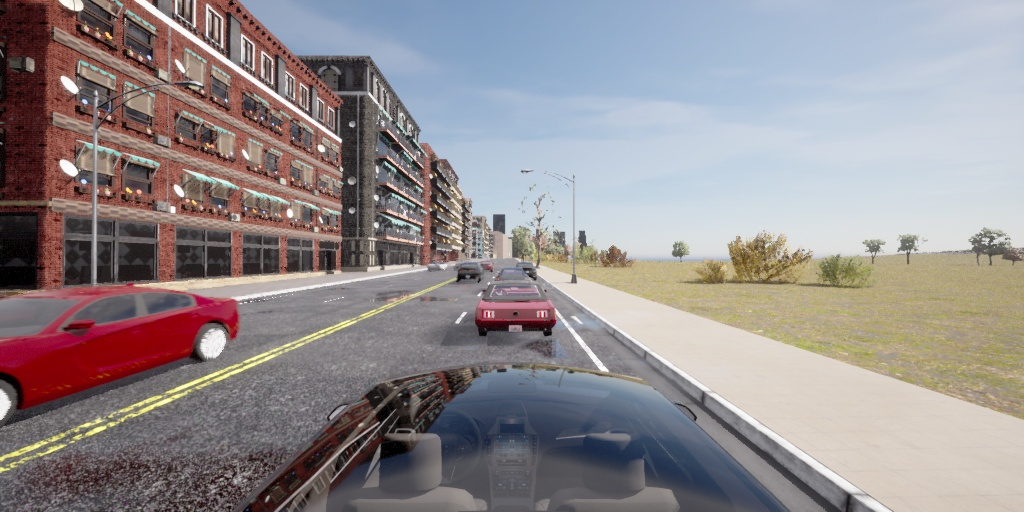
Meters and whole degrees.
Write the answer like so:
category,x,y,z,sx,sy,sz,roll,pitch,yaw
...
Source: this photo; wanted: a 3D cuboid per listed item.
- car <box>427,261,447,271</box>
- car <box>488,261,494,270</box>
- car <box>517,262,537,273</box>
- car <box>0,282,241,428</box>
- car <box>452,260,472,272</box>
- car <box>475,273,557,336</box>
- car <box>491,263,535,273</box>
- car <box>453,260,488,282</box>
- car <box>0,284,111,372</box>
category,x,y,z,sx,sy,sz,roll,pitch,yaw
car,-9.968,1.354,47.902,1.895,1.301,4.718,0,0,0
car,-3.262,1.279,44.863,1.812,1.442,4.674,0,0,0
car,1.064,1.259,30.359,1.837,1.490,4.892,0,0,0
car,-6.609,1.228,5.391,1.882,1.535,5.008,0,0,0
car,-6.722,1.301,48.828,2.033,1.411,5.357,0,0,0
car,0.079,1.352,10.335,1.895,1.301,4.718,0,0,0
car,0.044,1.317,20.365,1.994,1.385,4.181,0,0,0
car,-3.219,1.257,28.494,1.837,1.490,4.892,0,0,0
car,-9.862,1.314,5.846,1.994,1.385,4.181,0,0,0
